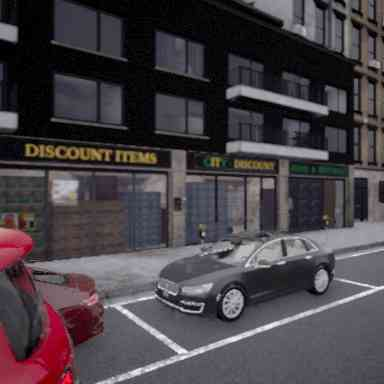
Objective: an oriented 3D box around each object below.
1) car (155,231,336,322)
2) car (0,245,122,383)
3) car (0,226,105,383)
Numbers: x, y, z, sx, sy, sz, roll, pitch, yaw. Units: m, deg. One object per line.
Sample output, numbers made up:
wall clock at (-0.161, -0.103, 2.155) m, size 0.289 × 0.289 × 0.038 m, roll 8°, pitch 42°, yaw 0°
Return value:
car at (1.320, 1.554, 7.128) m, size 4.403 × 1.369 × 2.008 m, roll 0°, pitch 0°, yaw -35°
car at (-3.167, 1.582, 3.929) m, size 4.206 × 1.307 × 1.802 m, roll 0°, pitch 0°, yaw -35°
car at (-3.136, 1.221, 0.820) m, size 5.566 × 2.045 × 2.150 m, roll 0°, pitch 0°, yaw -35°
